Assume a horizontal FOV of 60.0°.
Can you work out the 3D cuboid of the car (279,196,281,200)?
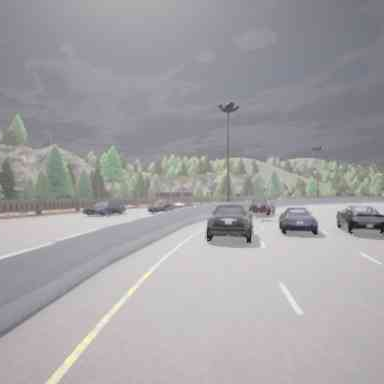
[{"bbox_3d":[19.650,1.574,71.519,4.553,1.767,2.097,0,-1,-45],"label":"car"}]

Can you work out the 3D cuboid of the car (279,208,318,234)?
[{"bbox_3d":[6.207,1.612,19.682,1.994,1.385,4.181,0,0,13],"label":"car"}]

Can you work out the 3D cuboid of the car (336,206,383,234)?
[{"bbox_3d":[9.759,1.546,19.516,2.128,1.511,4.902,0,0,14],"label":"car"}]

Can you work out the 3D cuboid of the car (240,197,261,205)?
[{"bbox_3d":[12.101,1.738,68.529,2.128,1.511,4.902,0,0,39],"label":"car"}]

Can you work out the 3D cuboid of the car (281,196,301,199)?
[{"bbox_3d":[20.541,1.603,67.387,1.837,1.490,4.892,0,0,42],"label":"car"}]

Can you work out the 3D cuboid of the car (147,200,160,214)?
[{"bbox_3d":[-3.148,1.581,36.863,1.837,1.490,4.892,0,0,22],"label":"car"}]

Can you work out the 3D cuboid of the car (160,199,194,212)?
[{"bbox_3d":[-1.094,1.628,32.390,1.994,1.385,4.181,0,0,20],"label":"car"}]

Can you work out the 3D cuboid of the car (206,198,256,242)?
[{"bbox_3d":[2.034,1.386,16.930,2.097,1.767,4.553,0,0,11],"label":"car"}]

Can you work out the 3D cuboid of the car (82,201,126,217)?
[{"bbox_3d":[-8.449,1.602,32.751,2.033,1.411,5.357,0,0,19],"label":"car"}]

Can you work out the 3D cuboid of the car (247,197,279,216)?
[{"bbox_3d":[7.258,1.427,34.073,2.097,1.767,4.553,0,0,22],"label":"car"}]
